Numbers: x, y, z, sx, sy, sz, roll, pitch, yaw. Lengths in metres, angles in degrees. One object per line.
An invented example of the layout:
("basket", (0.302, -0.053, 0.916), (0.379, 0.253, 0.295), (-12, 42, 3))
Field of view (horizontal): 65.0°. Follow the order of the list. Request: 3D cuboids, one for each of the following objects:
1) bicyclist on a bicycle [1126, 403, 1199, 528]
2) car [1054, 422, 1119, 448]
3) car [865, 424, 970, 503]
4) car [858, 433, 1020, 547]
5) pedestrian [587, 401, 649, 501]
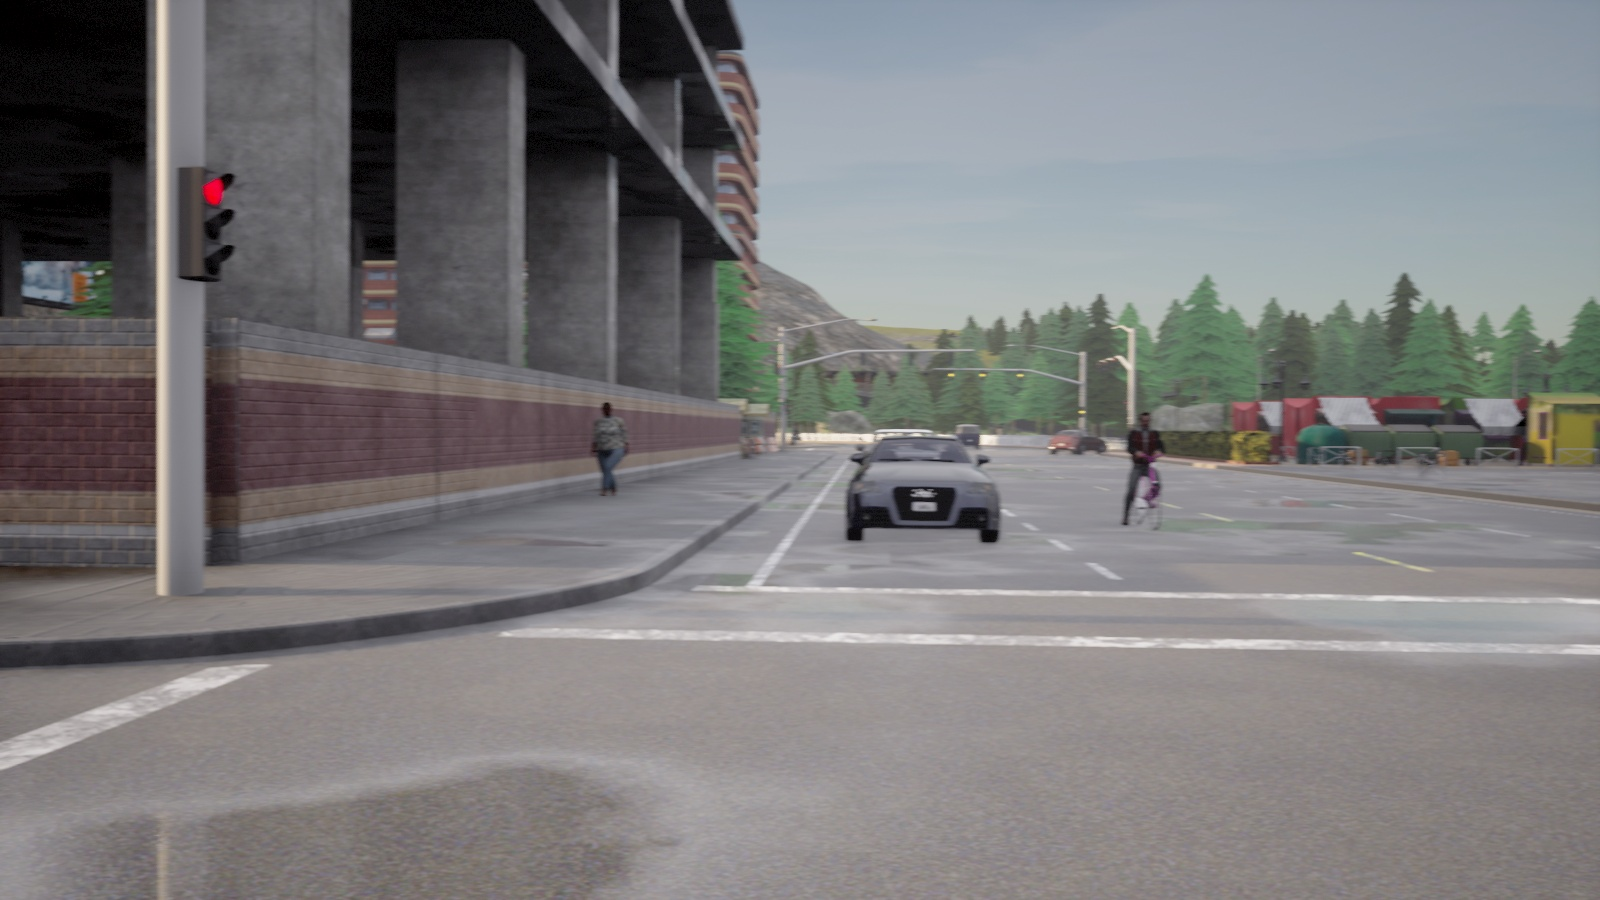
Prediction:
("bicyclist on a bicycle", (5.433, 0.213, 18.902), (0.659, 1.776, 1.843), (-1, 1, 4))
("car", (18.620, -0.991, 81.486), (2.152, 1.651, 5.027), (0, 1, 38))
("car", (2.350, 0.229, 25.748), (1.970, 1.475, 3.806), (-1, 1, 4))
("car", (1.847, 0.464, 17.621), (1.994, 1.385, 4.181), (-1, 1, 4))
("pedestrian", (-3.435, 0.018, 23.729), (0.874, 1.855, 0.900), (0, 1, 12))
